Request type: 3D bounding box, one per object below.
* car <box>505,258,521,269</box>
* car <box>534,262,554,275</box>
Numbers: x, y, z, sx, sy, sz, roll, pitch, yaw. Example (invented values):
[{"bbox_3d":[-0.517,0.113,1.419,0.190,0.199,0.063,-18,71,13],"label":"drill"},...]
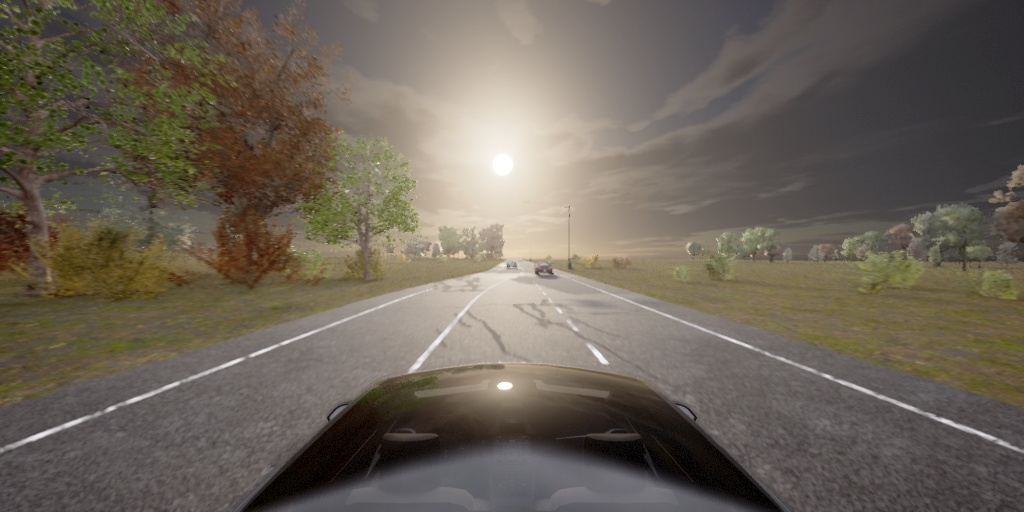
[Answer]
[{"bbox_3d":[-0.027,1.362,58.719,2.128,1.511,4.902,0,0,0],"label":"car"},{"bbox_3d":[3.491,1.343,40.228,1.812,1.442,4.674,0,0,0],"label":"car"}]
